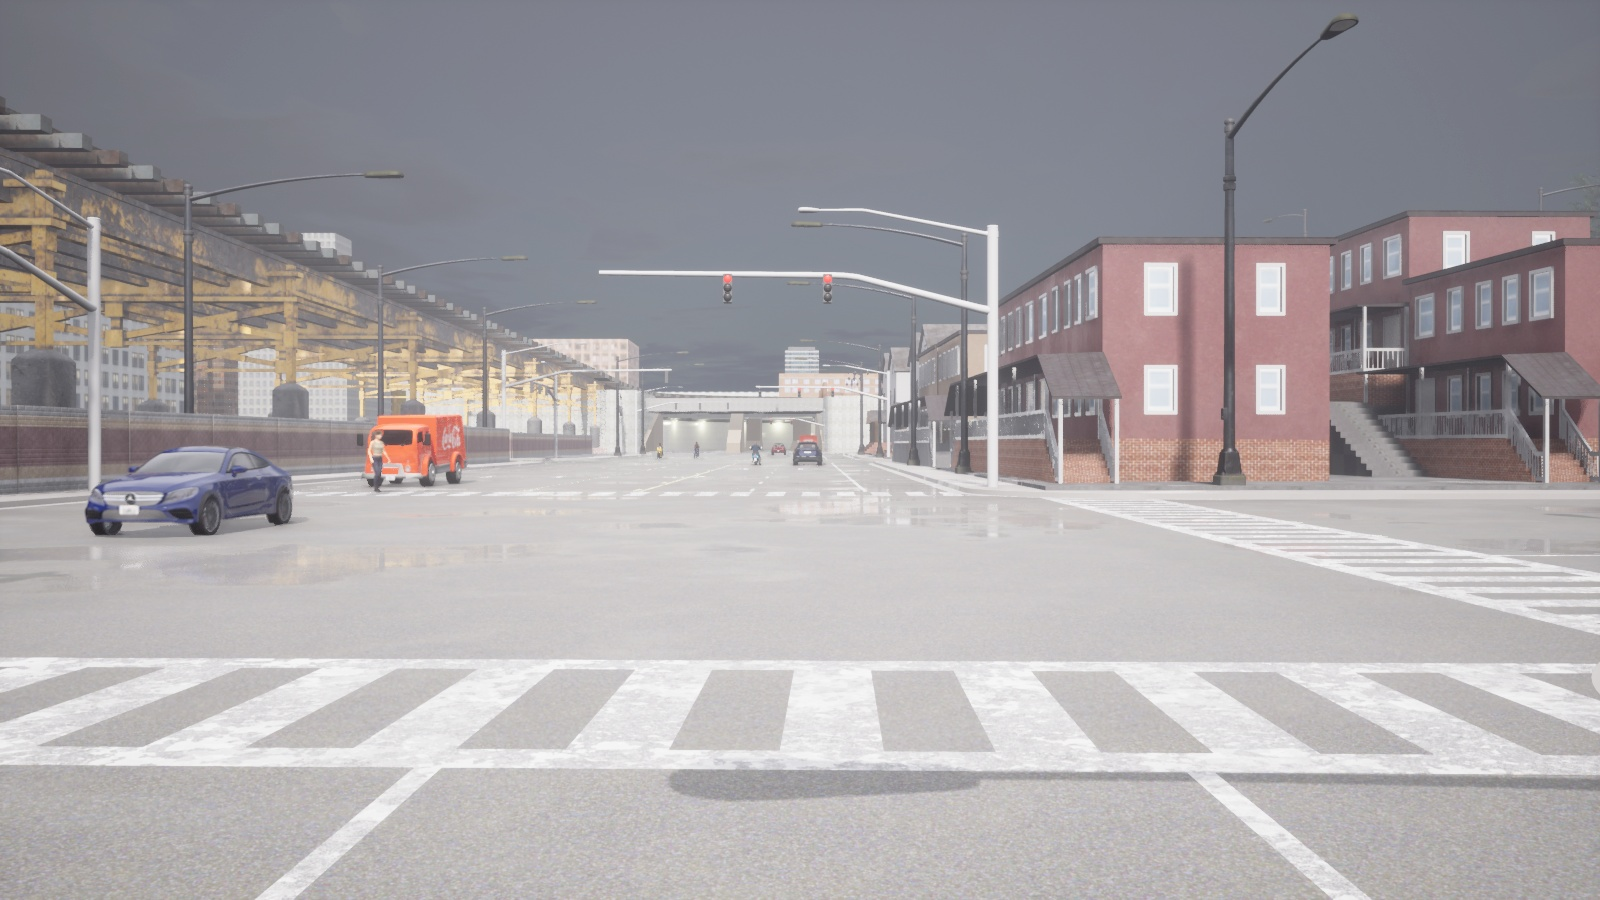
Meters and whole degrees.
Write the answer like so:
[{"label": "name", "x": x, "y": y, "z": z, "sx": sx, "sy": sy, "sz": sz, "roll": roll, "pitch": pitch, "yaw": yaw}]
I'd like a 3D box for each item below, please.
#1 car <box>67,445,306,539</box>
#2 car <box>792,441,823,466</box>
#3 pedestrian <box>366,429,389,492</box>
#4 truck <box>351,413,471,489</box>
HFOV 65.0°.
[{"label": "car", "x": -10.356, "y": 0.642, "z": 21.652, "sx": 1.812, "sy": 1.442, "sz": 4.674, "roll": 0, "pitch": 0, "yaw": 0}, {"label": "car", "x": 0.515, "y": 0.201, "z": 84.301, "sx": 2.033, "sy": 1.649, "sz": 4.856, "roll": 0, "pitch": 0, "yaw": 0}, {"label": "pedestrian", "x": -12.472, "y": 0.312, "z": 37.052, "sx": 0.594, "sy": 1.836, "sz": 0.345, "roll": 0, "pitch": 0, "yaw": 36}, {"label": "truck", "x": -13.720, "y": -0.039, "z": 44.691, "sx": 2.627, "sy": 2.467, "sz": 5.204, "roll": 0, "pitch": 3, "yaw": 0}]
